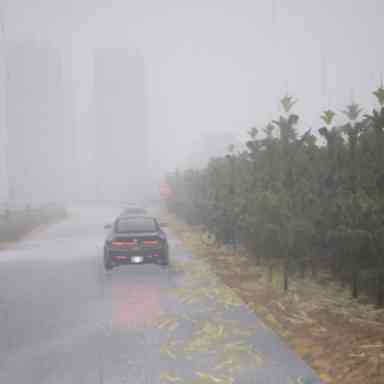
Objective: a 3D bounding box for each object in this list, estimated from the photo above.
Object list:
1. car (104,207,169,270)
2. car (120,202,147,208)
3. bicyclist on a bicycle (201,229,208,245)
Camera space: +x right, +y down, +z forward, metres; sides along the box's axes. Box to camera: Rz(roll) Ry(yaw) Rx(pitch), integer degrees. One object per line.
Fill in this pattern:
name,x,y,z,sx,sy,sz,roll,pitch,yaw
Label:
car,-1.865,1.508,11.190,1.837,1.490,4.892,-1,1,-10
car,-4.288,1.464,24.522,1.812,1.442,4.674,-1,1,-11
bicyclist on a bicycle,1.129,1.268,12.921,1.656,1.620,0.582,-1,0,-11
